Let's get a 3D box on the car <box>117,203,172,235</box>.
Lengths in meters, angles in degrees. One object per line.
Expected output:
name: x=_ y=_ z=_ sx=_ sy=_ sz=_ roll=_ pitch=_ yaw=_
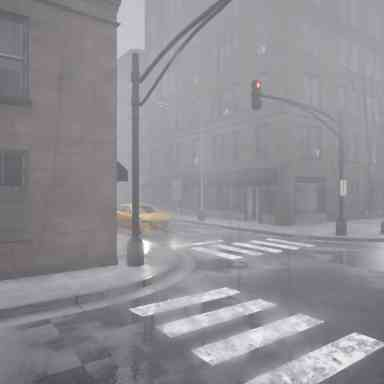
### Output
car: x=-2.949 y=1.382 z=18.382 sx=1.882 sy=1.535 sz=5.008 roll=0 pitch=0 yaw=-34
